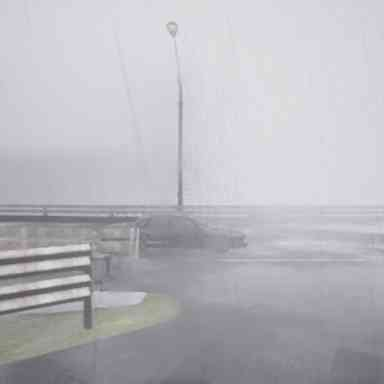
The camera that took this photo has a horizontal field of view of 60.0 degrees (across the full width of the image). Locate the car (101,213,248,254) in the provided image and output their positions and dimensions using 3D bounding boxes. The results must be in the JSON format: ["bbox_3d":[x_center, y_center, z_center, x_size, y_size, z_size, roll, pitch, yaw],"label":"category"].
[{"bbox_3d":[-0.652,1.520,12.718,5.357,1.411,2.033,0,0,0],"label":"car"}]
